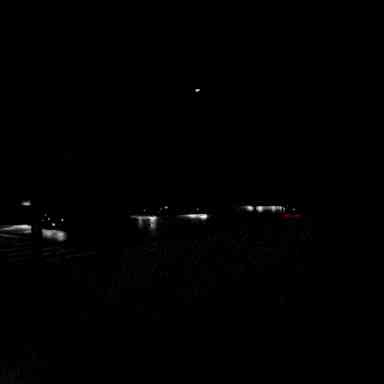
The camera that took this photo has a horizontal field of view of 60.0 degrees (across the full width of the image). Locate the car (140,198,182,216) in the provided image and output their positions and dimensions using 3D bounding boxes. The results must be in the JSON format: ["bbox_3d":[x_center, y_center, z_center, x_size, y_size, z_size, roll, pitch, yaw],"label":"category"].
[{"bbox_3d":[-2.926,1.399,32.064,1.837,1.490,4.892,0,1,35],"label":"car"}]

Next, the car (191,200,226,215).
[{"bbox_3d":[1.702,1.442,32.976,1.994,1.385,4.181,0,0,35],"label":"car"}]

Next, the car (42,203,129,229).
[{"bbox_3d":[-6.476,1.485,21.420,2.033,1.411,5.357,0,0,35],"label":"car"}]

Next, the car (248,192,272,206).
[{"bbox_3d":[10.660,1.022,51.104,2.150,2.045,5.566,0,0,35],"label":"car"}]

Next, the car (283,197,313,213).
[{"bbox_3d":[11.566,1.435,35.314,1.895,1.301,4.718,0,0,35],"label":"car"}]

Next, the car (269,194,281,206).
[{"bbox_3d":[13.677,1.398,49.729,1.895,1.301,4.718,0,0,35],"label":"car"}]
